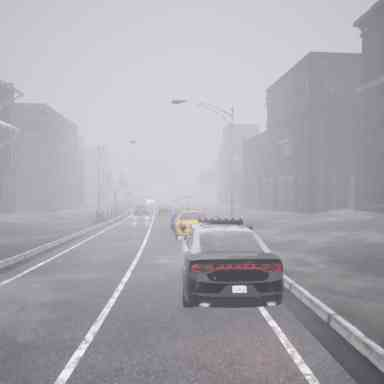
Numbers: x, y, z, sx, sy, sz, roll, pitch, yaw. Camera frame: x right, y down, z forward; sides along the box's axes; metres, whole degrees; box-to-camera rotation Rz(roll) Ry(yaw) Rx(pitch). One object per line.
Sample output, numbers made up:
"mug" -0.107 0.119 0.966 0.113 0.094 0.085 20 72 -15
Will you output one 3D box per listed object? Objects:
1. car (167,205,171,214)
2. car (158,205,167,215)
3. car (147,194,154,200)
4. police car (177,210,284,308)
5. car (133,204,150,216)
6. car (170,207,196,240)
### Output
"car" -0.642 1.859 24.191 1.882 1.535 5.008 0 -2 -6
"car" -3.802 2.454 47.031 1.895 1.301 4.718 0 0 -5
"car" -11.367 1.315 92.192 2.128 1.511 4.902 0 1 -6
"police car" 0.676 1.465 8.198 1.930 1.638 5.238 0 -1 -3
"car" -6.570 2.354 43.305 1.837 1.490 4.892 0 -1 -6
"car" -0.074 1.671 18.373 1.801 1.575 5.366 0 -1 -5
